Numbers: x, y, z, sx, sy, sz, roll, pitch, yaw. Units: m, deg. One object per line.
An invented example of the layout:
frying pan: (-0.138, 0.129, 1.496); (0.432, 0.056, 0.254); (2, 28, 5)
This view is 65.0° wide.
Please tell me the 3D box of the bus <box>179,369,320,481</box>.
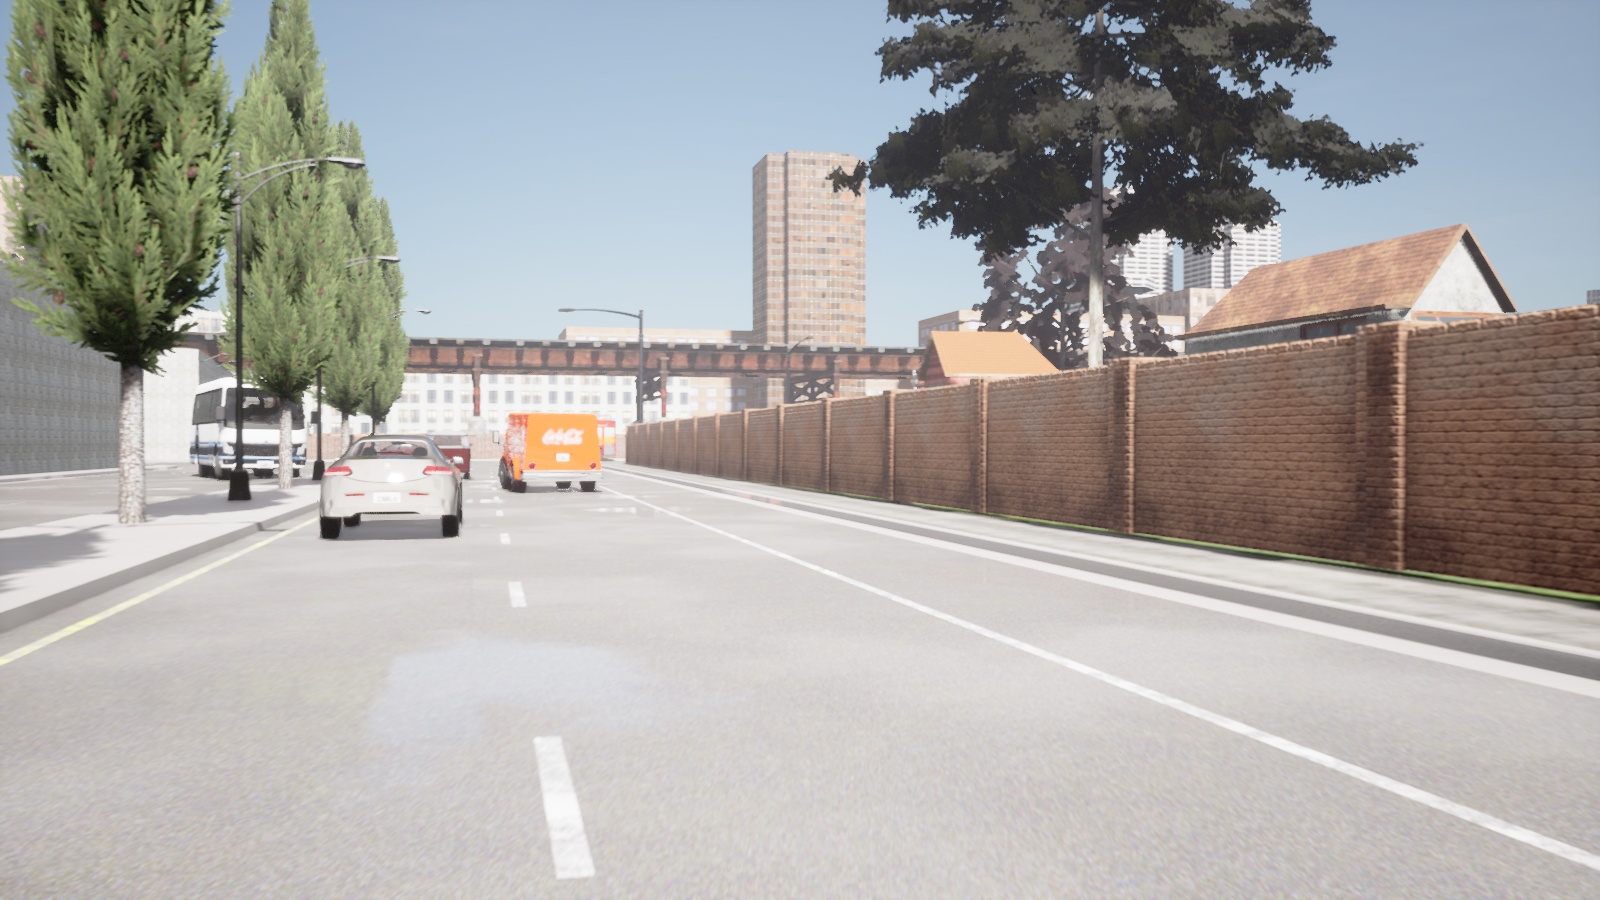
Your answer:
bus: (-23.518, -0.948, 53.223); (3.944, 4.253, 10.273); (1, 0, -32)

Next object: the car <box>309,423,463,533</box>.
car: (-6.924, 0.399, 21.516); (2.152, 1.651, 5.027); (0, 0, -14)

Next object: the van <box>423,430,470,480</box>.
van: (-14.594, 0.195, 52.051); (1.775, 1.987, 4.442); (0, 0, -14)

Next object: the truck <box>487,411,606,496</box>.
truck: (-8.059, 0.045, 39.456); (2.627, 2.467, 5.204); (0, 1, -23)
